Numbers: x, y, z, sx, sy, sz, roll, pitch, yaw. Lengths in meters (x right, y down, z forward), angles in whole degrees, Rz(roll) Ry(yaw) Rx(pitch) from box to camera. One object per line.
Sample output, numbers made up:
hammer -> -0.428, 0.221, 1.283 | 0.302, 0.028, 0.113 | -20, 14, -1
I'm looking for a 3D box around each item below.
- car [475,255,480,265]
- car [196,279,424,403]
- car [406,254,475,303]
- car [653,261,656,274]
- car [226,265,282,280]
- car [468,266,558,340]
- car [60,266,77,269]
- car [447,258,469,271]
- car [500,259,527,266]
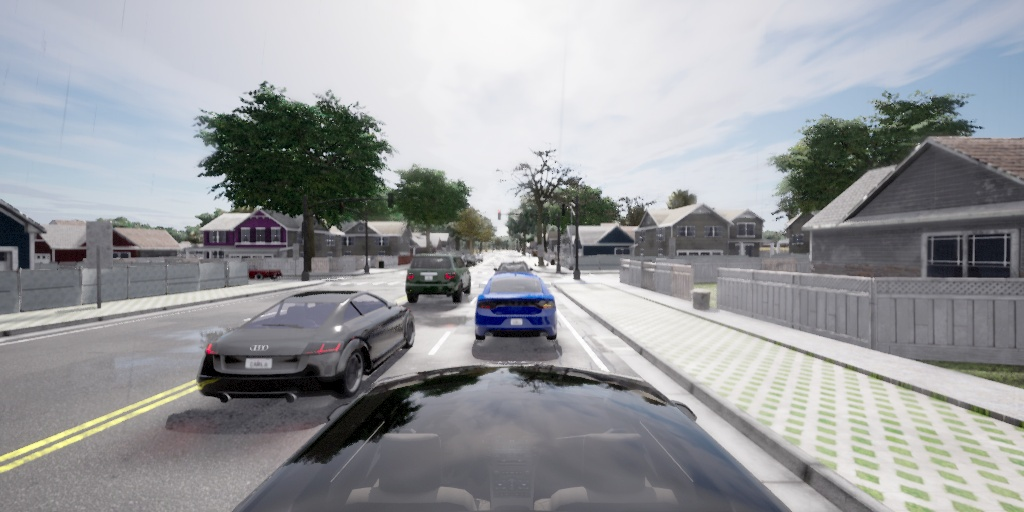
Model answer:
car -> -6.671, 0.647, 55.701 | 2.097, 1.767, 4.553 | 0, 1, 0
car -> -3.158, 1.304, 6.479 | 1.994, 1.385, 4.181 | 0, 0, 0
car -> -3.176, 0.913, 16.360 | 2.150, 2.045, 5.566 | 0, 0, 0
car -> 12.668, 1.067, 32.544 | 4.718, 1.301, 1.895 | 0, 1, 1
car -> -21.466, 1.358, 29.179 | 4.718, 1.301, 1.895 | 0, 1, 1
car -> 0.087, 1.205, 9.896 | 1.882, 1.535, 5.008 | 0, 0, 0
car -> -35.876, 1.451, 29.935 | 4.718, 1.301, 1.895 | 0, 1, 5
car -> -6.673, 0.972, 44.808 | 2.033, 1.411, 5.357 | 0, 1, 0
car -> 0.071, 1.026, 18.852 | 2.097, 1.767, 4.553 | 0, 0, 0
